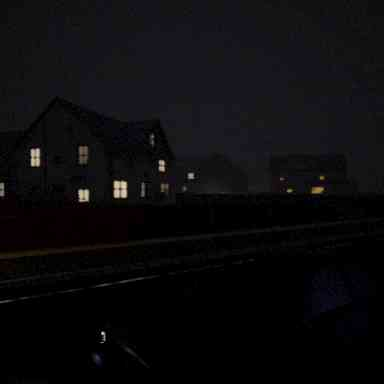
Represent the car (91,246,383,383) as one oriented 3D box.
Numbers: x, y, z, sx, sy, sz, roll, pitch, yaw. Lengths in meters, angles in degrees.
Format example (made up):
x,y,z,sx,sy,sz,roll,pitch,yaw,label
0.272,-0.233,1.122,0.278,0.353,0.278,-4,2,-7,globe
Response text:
x,y,z,sx,sy,sz,roll,pitch,yaw,label
1.451,1.545,4.722,5.357,1.411,2.033,0,0,-36,car
